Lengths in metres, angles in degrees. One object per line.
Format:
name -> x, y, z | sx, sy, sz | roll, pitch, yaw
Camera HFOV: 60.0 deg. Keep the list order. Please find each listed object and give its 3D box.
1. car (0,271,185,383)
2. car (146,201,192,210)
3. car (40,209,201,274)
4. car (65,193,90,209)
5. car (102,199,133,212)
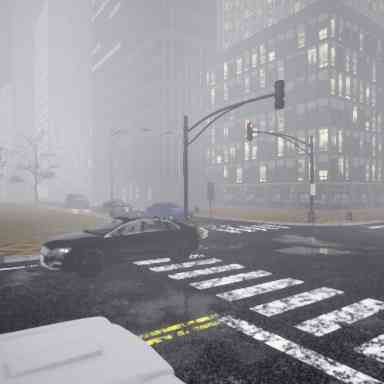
car -> -2.245, 1.601, 1.841 | 4.718, 1.301, 1.895 | 0, 0, -36
car -> -1.756, 1.483, 25.815 | 1.882, 1.535, 5.008 | 0, 0, -36
car -> -1.987, 1.491, 10.255 | 4.902, 1.511, 2.128 | 0, 0, -36
car -> -15.865, 1.218, 45.828 | 2.150, 2.045, 5.566 | 0, 1, -35
car -> -7.732, 1.496, 34.275 | 2.128, 1.511, 4.902 | 0, 0, -35
